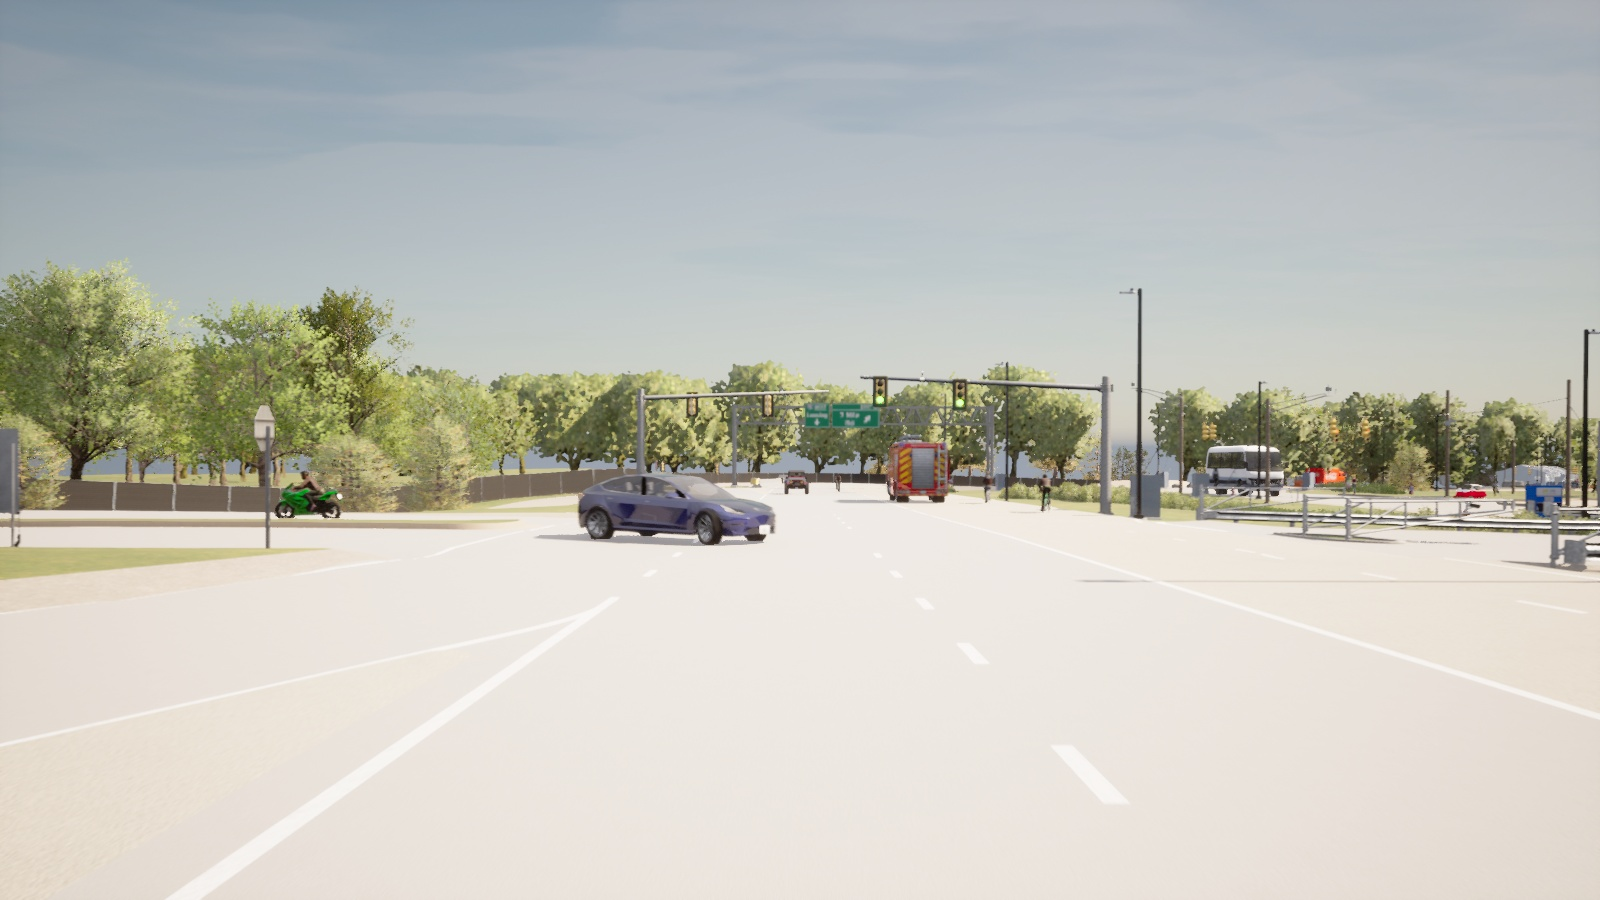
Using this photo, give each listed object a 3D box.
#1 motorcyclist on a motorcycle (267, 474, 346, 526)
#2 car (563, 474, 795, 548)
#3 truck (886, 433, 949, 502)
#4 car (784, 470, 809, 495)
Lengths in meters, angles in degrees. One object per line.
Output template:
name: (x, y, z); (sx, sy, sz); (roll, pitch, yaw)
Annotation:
motorcyclist on a motorcycle: (-14.859, 1.505, 37.827); (2.044, 1.523, 0.797); (0, -1, 0)
car: (-2.713, 1.285, 27.811); (4.792, 1.488, 2.163); (0, -1, 33)
truck: (6.816, 1.066, 74.069); (2.891, 3.827, 8.468); (0, -1, 0)
car: (-0.240, 2.519, 98.329); (1.905, 1.878, 3.866); (0, -1, 0)
